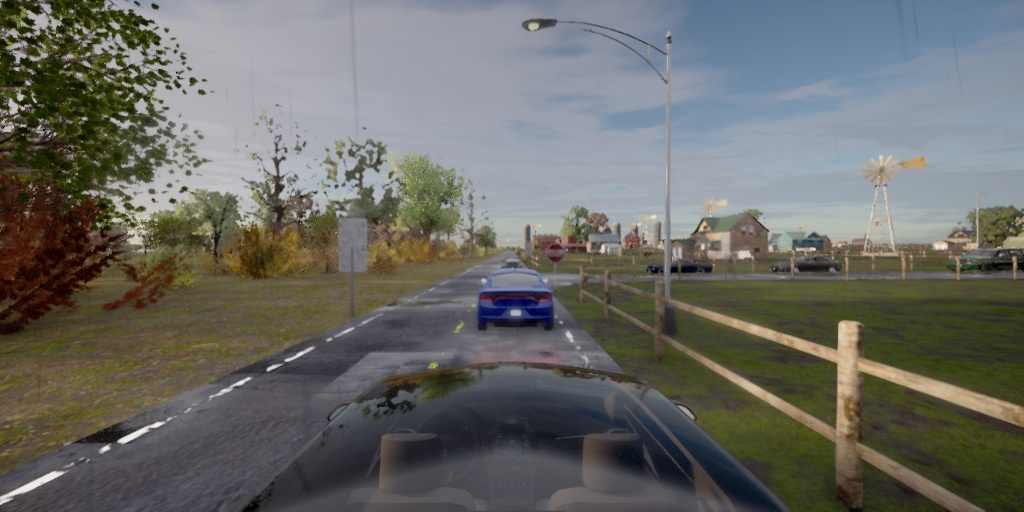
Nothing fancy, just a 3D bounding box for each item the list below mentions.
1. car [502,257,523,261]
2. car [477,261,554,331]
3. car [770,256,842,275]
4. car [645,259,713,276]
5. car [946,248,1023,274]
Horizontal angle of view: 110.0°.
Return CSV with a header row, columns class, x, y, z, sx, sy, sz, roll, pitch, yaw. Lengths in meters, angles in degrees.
class,x,y,z,sx,sy,sz,roll,pitch,yaw
car,0.038,0.797,31.824,1.812,1.442,4.674,0,1,0
car,0.084,1.090,10.500,1.882,1.535,5.008,0,1,0
car,23.138,0.740,28.354,4.892,1.490,1.837,0,0,-1
car,13.006,0.883,28.196,4.718,1.301,1.895,0,0,0
car,38.358,0.386,28.628,5.566,2.045,2.150,0,0,-1
